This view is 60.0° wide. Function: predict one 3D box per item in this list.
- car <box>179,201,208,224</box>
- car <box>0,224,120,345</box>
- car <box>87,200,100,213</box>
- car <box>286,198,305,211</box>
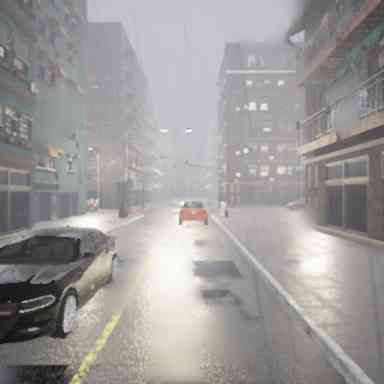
[{"bbox_3d":[0.095,1.428,25.262,2.097,1.767,4.553,0,0,0],"label":"car"},{"bbox_3d":[-2.839,1.497,6.844,1.882,1.535,5.008,0,0,0],"label":"car"},{"bbox_3d":[-13.517,1.692,40.734,4.097,1.590,1.967,-1,0,0],"label":"car"},{"bbox_3d":[13.587,1.436,40.633,4.097,1.590,1.967,-1,0,0],"label":"car"}]
